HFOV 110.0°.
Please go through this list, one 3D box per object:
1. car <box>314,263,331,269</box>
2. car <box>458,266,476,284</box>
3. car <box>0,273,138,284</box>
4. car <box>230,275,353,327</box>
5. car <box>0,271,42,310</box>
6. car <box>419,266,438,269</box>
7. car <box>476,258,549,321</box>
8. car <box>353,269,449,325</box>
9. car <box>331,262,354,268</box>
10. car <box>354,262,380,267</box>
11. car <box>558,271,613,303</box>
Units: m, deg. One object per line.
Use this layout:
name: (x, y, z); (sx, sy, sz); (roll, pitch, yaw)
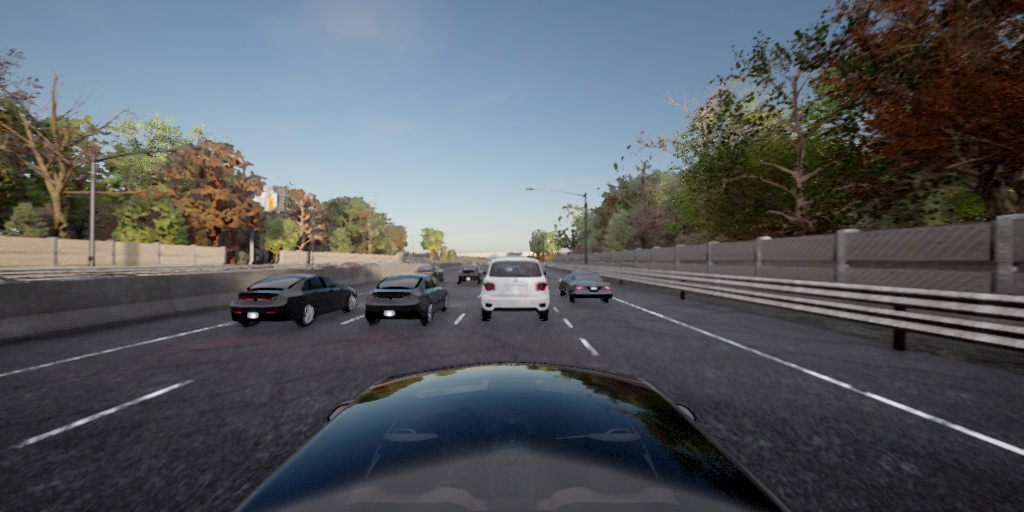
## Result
car: (-28.048, 1.802, 54.344); (2.128, 1.511, 4.902); (0, -1, 1)
car: (-3.402, 1.556, 30.326); (1.837, 1.490, 4.892); (0, -1, 0)
car: (-17.602, 1.435, 15.088); (2.033, 1.411, 5.357); (0, -1, 0)
car: (-6.901, 1.361, 11.979); (1.837, 1.490, 4.892); (0, -1, 0)
car: (-21.101, 1.370, 12.930); (1.837, 1.490, 4.892); (0, -1, 0)
car: (-6.904, 1.542, 30.282); (2.128, 1.511, 4.902); (0, -1, 0)
car: (0.087, 1.092, 13.254); (2.150, 2.045, 5.566); (0, -1, 0)
car: (-3.401, 1.366, 12.368); (1.837, 1.490, 4.892); (0, 0, 0)
car: (-24.560, 1.657, 53.867); (2.097, 1.767, 4.553); (0, -1, 1)
car: (-21.068, 1.792, 53.379); (2.128, 1.511, 4.902); (0, -1, 0)
car: (3.491, 1.466, 17.832); (2.033, 1.411, 5.357); (0, -1, 0)
